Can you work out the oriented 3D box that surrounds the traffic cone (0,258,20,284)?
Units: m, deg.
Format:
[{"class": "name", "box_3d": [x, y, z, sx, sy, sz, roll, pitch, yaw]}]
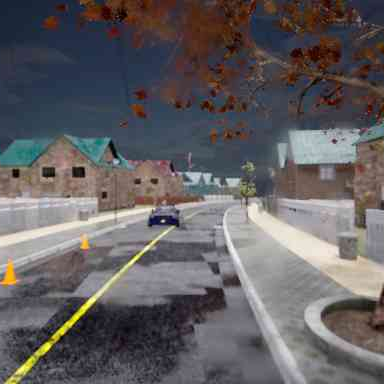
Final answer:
[{"class": "traffic cone", "box_3d": [-4.483, 1.935, 8.205, 0.340, 0.580, 0.340, 0, 0, 2]}]

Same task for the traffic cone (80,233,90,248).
[{"class": "traffic cone", "box_3d": [-4.264, 1.930, 13.250, 0.340, 0.580, 0.340, 0, 0, 3]}]

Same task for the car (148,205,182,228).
[{"class": "car", "box_3d": [-1.702, 1.549, 21.880, 1.994, 1.385, 4.181, 0, 0, 1]}]
